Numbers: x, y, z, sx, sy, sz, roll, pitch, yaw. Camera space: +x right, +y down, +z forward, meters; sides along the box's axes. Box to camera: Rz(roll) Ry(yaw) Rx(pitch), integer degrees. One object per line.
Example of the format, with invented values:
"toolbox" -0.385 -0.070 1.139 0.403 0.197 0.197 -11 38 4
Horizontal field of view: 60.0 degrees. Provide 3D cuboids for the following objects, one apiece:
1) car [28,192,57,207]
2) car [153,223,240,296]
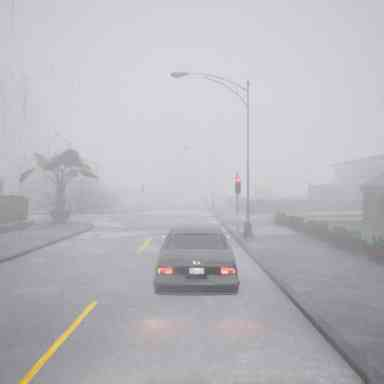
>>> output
"car" -19.730 0.985 43.886 1.905 1.878 3.866 0 0 35
"car" 0.103 1.547 8.835 2.033 1.411 5.357 0 0 0
